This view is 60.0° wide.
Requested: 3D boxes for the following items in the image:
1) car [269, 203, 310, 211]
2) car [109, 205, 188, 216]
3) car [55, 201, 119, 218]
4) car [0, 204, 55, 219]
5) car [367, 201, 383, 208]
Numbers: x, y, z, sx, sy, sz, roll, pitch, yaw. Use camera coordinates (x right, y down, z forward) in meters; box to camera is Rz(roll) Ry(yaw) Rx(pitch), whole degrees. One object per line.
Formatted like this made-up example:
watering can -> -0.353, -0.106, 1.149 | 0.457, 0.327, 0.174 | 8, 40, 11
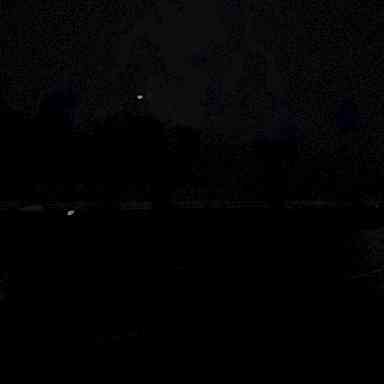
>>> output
car -> 9.375, 1.838, 32.119 | 4.892, 1.490, 1.837 | 2, -1, -35
car -> -1.871, 1.671, 19.852 | 5.357, 1.411, 2.033 | 1, -1, -35
car -> -7.263, 1.454, 24.603 | 4.553, 1.767, 2.097 | 1, 0, -35
car -> -12.302, 1.605, 25.309 | 5.357, 1.411, 2.033 | 1, -1, -35
car -> 31.905, 2.318, 56.736 | 5.008, 1.535, 1.882 | 1, -1, -35
